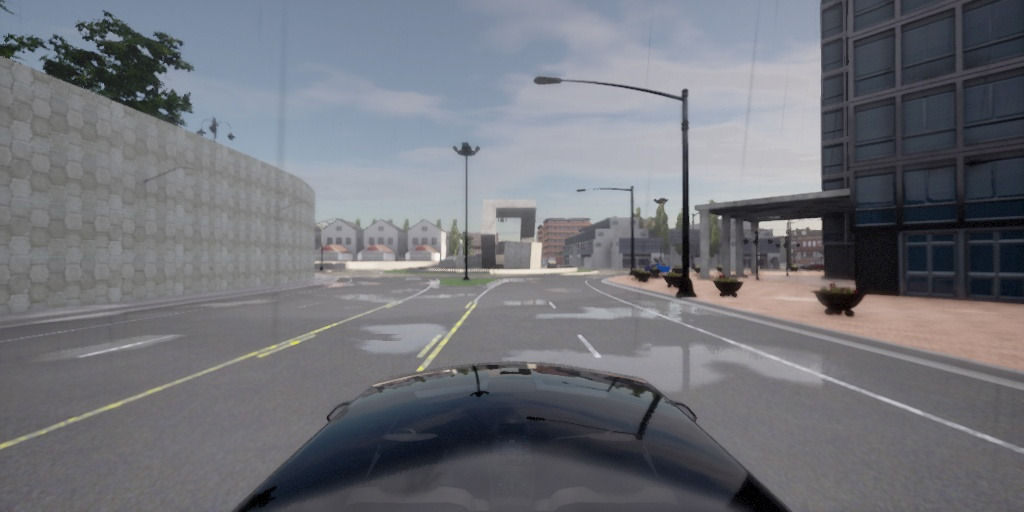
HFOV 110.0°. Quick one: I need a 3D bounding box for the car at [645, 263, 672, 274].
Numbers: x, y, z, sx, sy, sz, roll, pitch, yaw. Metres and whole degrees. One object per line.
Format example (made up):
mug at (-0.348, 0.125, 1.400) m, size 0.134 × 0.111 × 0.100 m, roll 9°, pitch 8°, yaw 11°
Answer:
car at (20.918, 1.716, 51.056) m, size 5.008 × 1.535 × 1.882 m, roll 0°, pitch -1°, yaw -39°
